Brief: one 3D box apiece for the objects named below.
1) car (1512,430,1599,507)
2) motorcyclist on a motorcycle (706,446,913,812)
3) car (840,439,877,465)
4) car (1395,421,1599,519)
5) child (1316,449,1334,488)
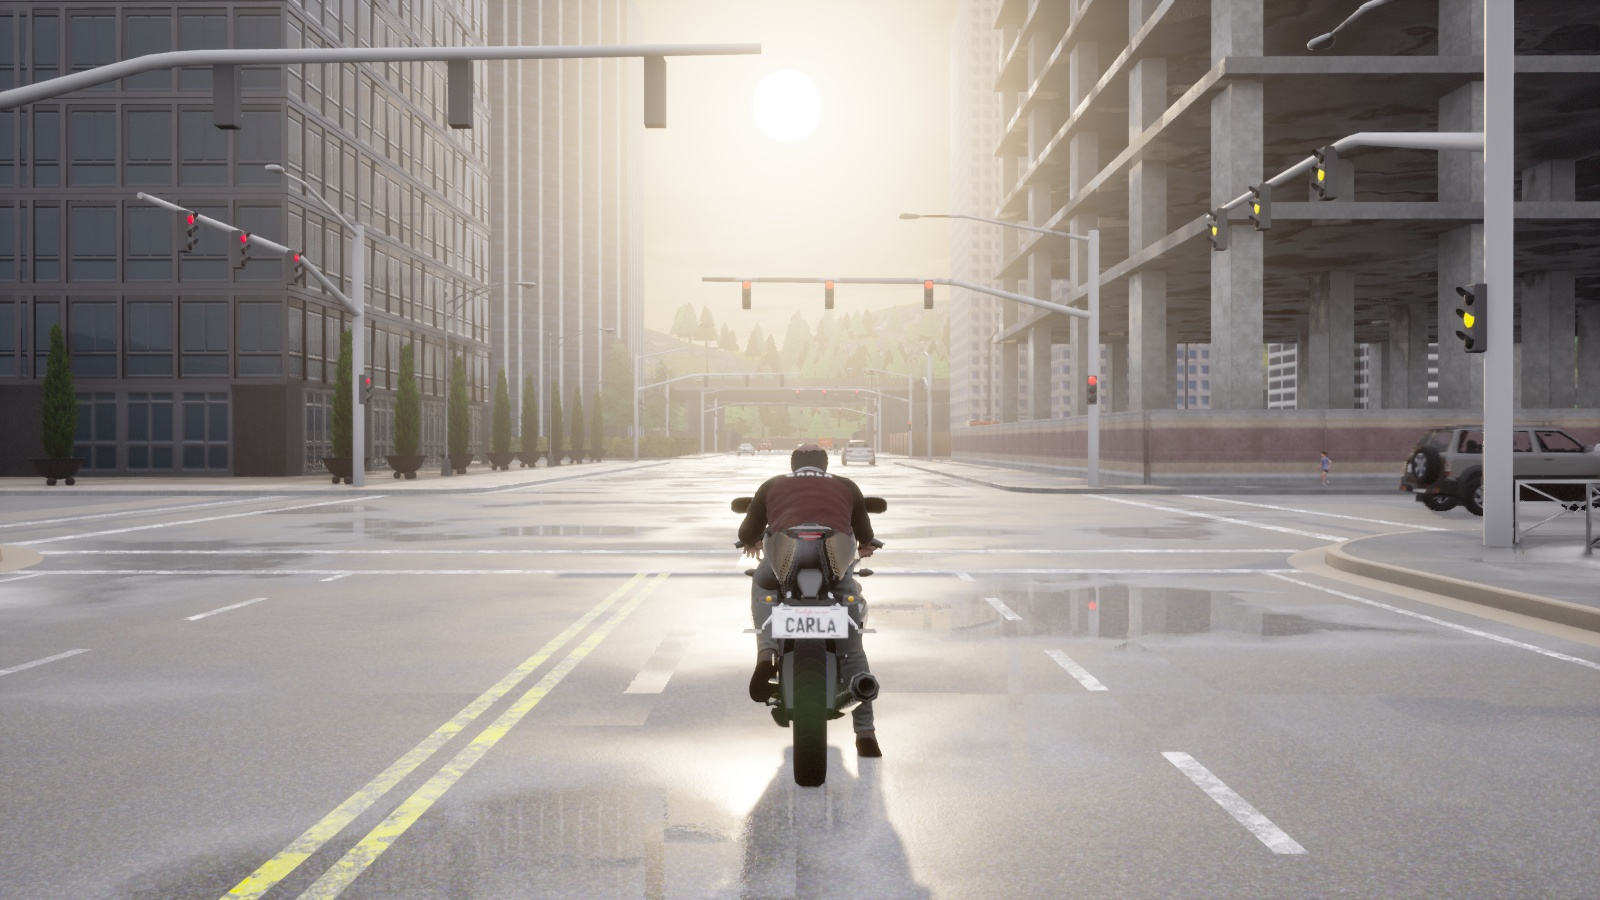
[{"bbox_3d":[19.038,0.390,28.397,4.611,1.667,2.242,0,0,0],"label":"car"},{"bbox_3d":[0.046,0.746,6.351,0.866,1.530,2.191,0,0,0],"label":"motorcyclist on a motorcycle"},{"bbox_3d":[3.933,0.114,85.024,2.242,1.667,4.611,0,0,0],"label":"car"},{"bbox_3d":[14.565,0.379,24.901,4.605,1.855,1.932,0,0,0],"label":"car"},{"bbox_3d":[15.260,0.535,36.488,0.394,1.110,0.255,0,0,-8],"label":"child"}]
